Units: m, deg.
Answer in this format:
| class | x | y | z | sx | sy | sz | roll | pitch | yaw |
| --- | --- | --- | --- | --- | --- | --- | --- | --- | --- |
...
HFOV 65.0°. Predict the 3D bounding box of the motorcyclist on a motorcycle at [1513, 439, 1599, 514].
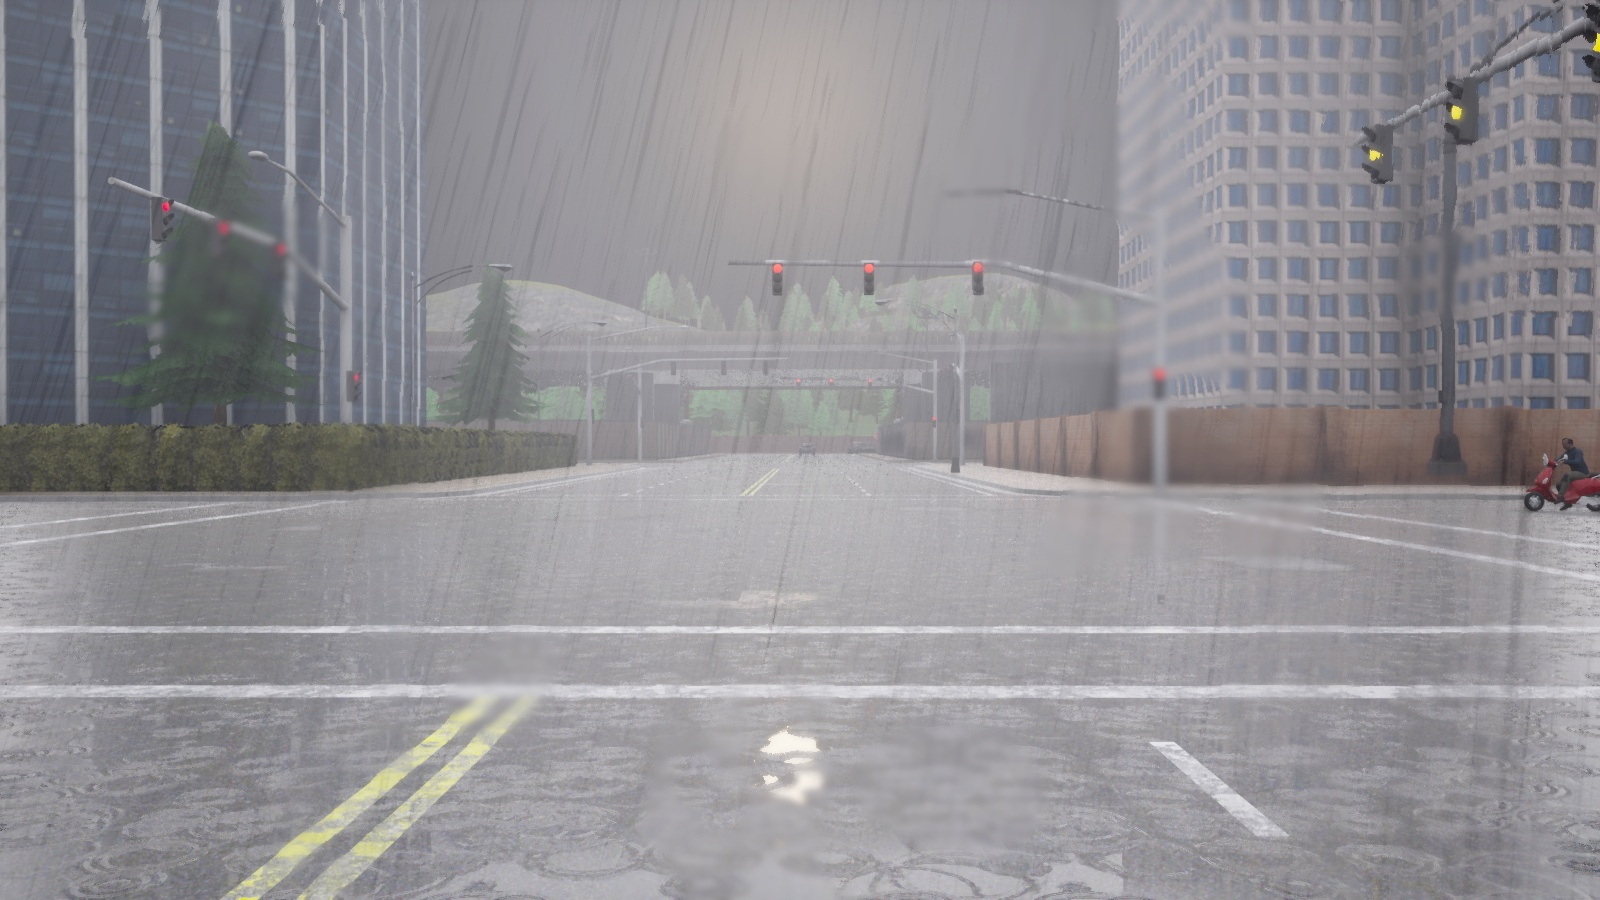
| class | x | y | z | sx | sy | sz | roll | pitch | yaw |
| --- | --- | --- | --- | --- | --- | --- | --- | --- | --- |
| motorcyclist on a motorcycle | 16.569 | 0.560 | 27.136 | 1.817 | 1.590 | 0.866 | 0 | 0 | 1 |
